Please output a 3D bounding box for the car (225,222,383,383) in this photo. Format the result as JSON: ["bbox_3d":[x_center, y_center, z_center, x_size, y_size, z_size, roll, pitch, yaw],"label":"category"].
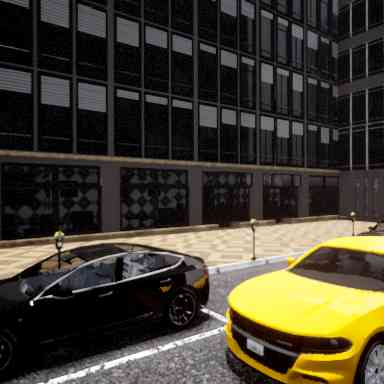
[{"bbox_3d":[2.748,1.483,5.204,5.008,1.535,1.882,0,0,-35],"label":"car"}]

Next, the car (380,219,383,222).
[{"bbox_3d":[7.623,1.580,11.970,4.313,1.339,1.947,0,0,-35],"label":"car"}]

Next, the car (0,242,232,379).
[{"bbox_3d":[-1.665,1.568,5.372,4.313,1.339,1.947,0,0,-35],"label":"car"}]
